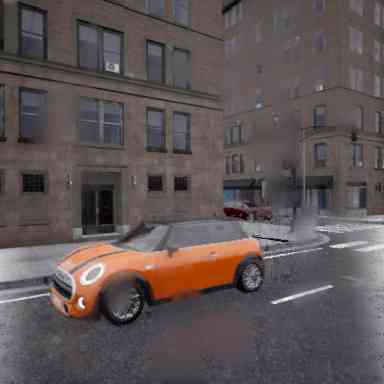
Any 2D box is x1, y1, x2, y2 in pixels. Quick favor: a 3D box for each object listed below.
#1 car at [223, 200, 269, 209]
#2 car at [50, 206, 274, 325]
[{"bbox_3d":[4.026,1.411,25.563,1.882,1.535,5.008,-1,1,-35],"label":"car"},{"bbox_3d":[-0.572,1.351,7.240,4.553,1.767,2.097,0,0,-35],"label":"car"}]
